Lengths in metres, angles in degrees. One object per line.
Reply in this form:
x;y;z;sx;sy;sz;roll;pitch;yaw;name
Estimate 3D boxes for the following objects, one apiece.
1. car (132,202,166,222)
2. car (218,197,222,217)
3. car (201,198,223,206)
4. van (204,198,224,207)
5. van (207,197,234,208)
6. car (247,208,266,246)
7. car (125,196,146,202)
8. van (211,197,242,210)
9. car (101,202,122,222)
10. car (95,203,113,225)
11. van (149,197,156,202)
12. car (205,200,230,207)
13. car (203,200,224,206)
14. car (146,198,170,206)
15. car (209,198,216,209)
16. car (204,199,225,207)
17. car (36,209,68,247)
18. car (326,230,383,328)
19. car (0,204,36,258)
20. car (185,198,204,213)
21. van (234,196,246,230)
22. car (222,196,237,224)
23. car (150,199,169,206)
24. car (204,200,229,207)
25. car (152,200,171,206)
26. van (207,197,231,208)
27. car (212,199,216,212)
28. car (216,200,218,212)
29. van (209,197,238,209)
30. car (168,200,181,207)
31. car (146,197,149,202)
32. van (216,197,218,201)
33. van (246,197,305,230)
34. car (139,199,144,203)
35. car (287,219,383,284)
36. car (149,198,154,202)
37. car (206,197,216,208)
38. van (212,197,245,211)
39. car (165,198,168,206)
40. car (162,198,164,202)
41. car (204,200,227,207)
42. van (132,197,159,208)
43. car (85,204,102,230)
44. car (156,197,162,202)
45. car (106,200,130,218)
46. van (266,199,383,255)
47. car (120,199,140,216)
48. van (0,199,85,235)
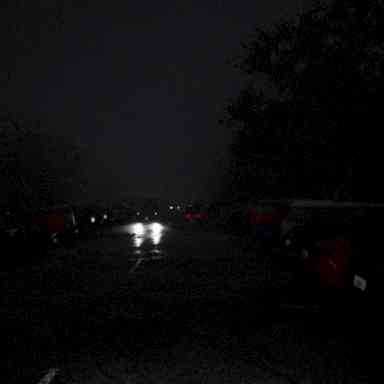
-3.601;1.833;28.703;1.895;1.301;4.718;0;-1;0;car
5.013;1.420;24.679;5.566;2.045;2.435;0;-1;0;car
5.070;2.563;85.593;5.566;2.045;2.435;0;-2;0;car
5.159;2.363;77.288;4.442;1.987;1.878;0;-1;0;van
4.925;1.854;57.904;4.442;1.987;1.878;0;-2;0;van
5.046;1.559;13.598;5.008;1.535;2.097;0;-1;0;car
-8.070;1.688;38.650;4.553;1.767;2.185;0;-1;0;car
5.158;1.699;49.611;4.442;1.987;1.878;0;-1;0;van
-8.068;1.702;24.768;4.792;1.488;2.163;0;-1;0;car
-8.068;1.674;21.992;4.792;1.488;2.163;0;-1;0;car
-8.155;1.700;49.755;4.442;1.987;1.878;0;-1;0;van
5.036;2.299;66.205;4.892;1.521;2.231;0;-1;0;car
5.036;2.662;80.052;4.892;1.521;2.231;0;-1;0;car
-8.066;2.416;80.269;5.566;2.045;2.435;0;-2;0;car
5.036;1.840;41.298;5.008;1.535;2.097;0;-1;0;car
5.011;2.390;74.517;4.553;1.767;2.185;0;-1;0;car
-8.010;1.589;13.664;4.792;1.488;2.163;0;-1;0;car
5.069;1.526;5.421;4.792;1.488;2.163;0;0;0;car
-8.008;1.409;10.892;4.553;1.767;2.185;0;0;0;car
0.099;1.867;43.197;2.128;1.511;4.902;0;-1;0;car
4.924;1.389;19.140;4.442;1.987;1.878;0;-1;0;van
5.012;1.392;21.909;5.566;2.045;2.435;0;-1;0;car
-8.006;2.617;83.036;4.553;1.767;2.185;0;-2;0;car
5.037;2.371;68.974;5.008;1.535;2.097;0;-1;0;car
-8.032;2.912;88.579;4.892;1.521;2.231;0;-2;0;car
5.159;2.000;63.441;4.442;1.987;1.878;0;-2;0;van
5.039;1.852;38.527;4.674;1.452;2.002;0;-1;0;car
5.035;1.728;30.218;5.008;1.535;2.097;0;-1;0;car
4.925;1.728;52.514;4.442;1.987;1.878;0;-1;0;van
-3.498;2.454;70.530;1.812;1.442;4.674;0;-2;0;car
-8.070;1.716;41.426;4.553;1.767;2.185;0;-1;0;car
5.158;1.559;35.886;4.442;1.987;1.878;0;-1;0;van
5.157;1.361;16.370;4.442;1.987;1.878;0;-1;0;van
-8.224;1.782;35.873;5.366;1.575;1.946;0;-1;0;car
5.069;1.541;8.060;4.792;1.488;2.163;0;0;0;car
-8.044;1.870;44.201;5.008;1.535;2.097;0;-1;0;car
5.013;1.618;44.196;5.566;2.045;2.435;0;-1;0;car
5.158;1.672;46.966;4.442;1.987;1.878;0;-1;0;van
-8.033;2.376;69.161;5.008;1.535;2.097;0;-2;0;car
-8.035;2.197;60.834;4.674;1.452;2.002;0;-1;0;car
5.037;2.446;71.869;5.008;1.535;2.097;0;-2;0;car
-8.155;1.859;58.066;4.442;1.987;1.878;0;-1;0;van
-8.068;1.646;19.216;4.792;1.488;2.163;0;-1;0;car
-8.010;1.703;52.532;5.566;2.045;2.435;0;-1;0;car
-8.225;1.698;27.545;5.366;1.575;1.946;0;-1;0;car
4.932;1.308;10.814;4.442;1.987;1.878;0;0;0;van
-8.045;1.758;33.097;4.892;1.521;2.231;0;-1;0;car
-7.923;1.362;16.443;4.442;1.987;1.878;0;-1;0;van
